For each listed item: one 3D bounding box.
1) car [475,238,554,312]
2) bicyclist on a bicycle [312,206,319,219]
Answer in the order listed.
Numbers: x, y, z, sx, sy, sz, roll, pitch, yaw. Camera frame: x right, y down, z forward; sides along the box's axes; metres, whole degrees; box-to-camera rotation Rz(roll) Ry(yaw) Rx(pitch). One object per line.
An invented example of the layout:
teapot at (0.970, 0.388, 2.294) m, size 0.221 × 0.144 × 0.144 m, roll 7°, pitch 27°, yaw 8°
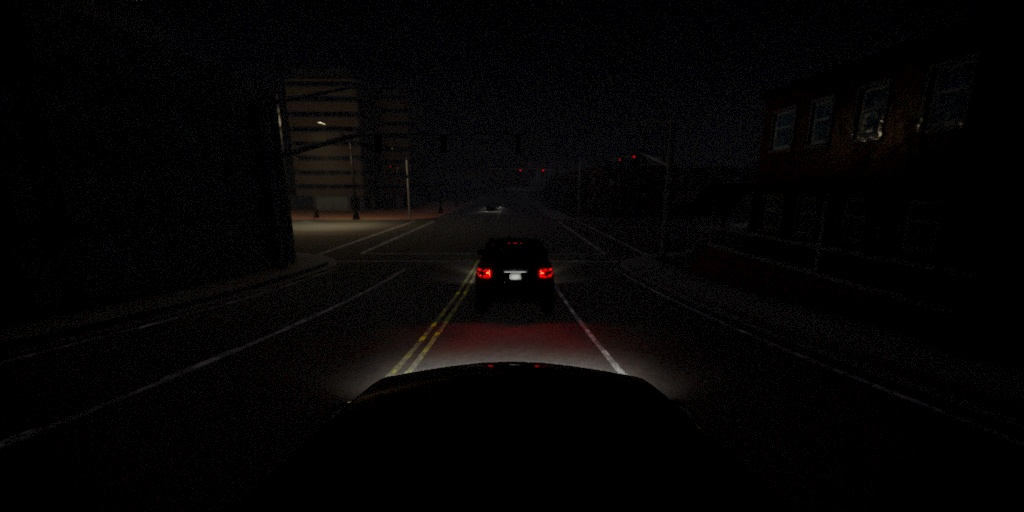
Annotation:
car at (0.036, 0.406, 11.608) m, size 2.150 × 2.045 × 5.566 m, roll 0°, pitch 4°, yaw -1°
bicyclist on a bicycle at (-25.492, -5.633, 46.543) m, size 0.582 × 1.620 × 1.656 m, roll 0°, pitch 11°, yaw 0°
